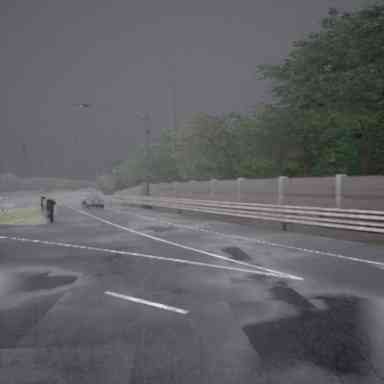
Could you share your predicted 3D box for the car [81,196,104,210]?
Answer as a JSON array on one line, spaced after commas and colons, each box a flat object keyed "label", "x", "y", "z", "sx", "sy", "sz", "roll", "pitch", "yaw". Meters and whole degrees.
[{"label": "car", "x": -11.048, "y": 1.159, "z": 36.831, "sx": 2.033, "sy": 1.411, "sz": 5.357, "roll": 0, "pitch": 0, "yaw": -25}]
